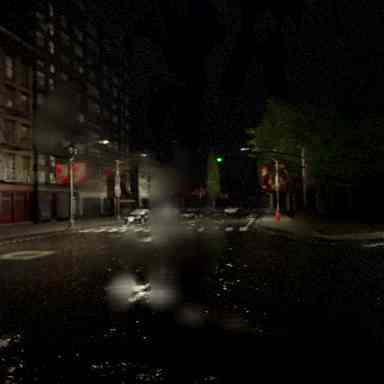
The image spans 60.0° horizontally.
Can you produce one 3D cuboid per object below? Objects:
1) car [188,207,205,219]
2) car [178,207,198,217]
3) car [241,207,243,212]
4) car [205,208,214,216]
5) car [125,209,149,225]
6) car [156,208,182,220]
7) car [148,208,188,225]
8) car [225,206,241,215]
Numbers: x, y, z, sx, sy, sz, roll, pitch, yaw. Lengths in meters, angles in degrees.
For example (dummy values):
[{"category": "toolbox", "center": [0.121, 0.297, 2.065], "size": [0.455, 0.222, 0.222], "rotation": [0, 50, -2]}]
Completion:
[{"category": "car", "center": [-0.017, 2.764, 43.622], "size": [1.882, 1.535, 5.008], "rotation": [-2, -2, 13]}, {"category": "car", "center": [-0.657, 3.279, 55.207], "size": [2.033, 1.411, 5.357], "rotation": [-2, -2, 13]}, {"category": "car", "center": [10.108, 3.700, 72.824], "size": [2.033, 1.411, 5.357], "rotation": [-2, -2, 13]}, {"category": "car", "center": [2.323, 3.209, 53.672], "size": [1.895, 1.301, 4.718], "rotation": [-2, -2, 13]}, {"category": "car", "center": [-5.412, 2.585, 34.926], "size": [2.128, 1.511, 4.902], "rotation": [-2, -2, 14]}, {"category": "car", "center": [-3.044, 2.949, 44.942], "size": [2.033, 1.411, 5.357], "rotation": [-2, -2, 13]}, {"category": "car", "center": [-2.304, 2.537, 33.942], "size": [2.033, 1.411, 5.357], "rotation": [-2, -2, 14]}, {"category": "car", "center": [7.065, 3.315, 59.280], "size": [1.895, 1.301, 4.718], "rotation": [-2, -2, 13]}]
